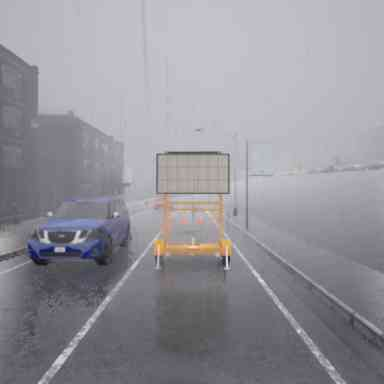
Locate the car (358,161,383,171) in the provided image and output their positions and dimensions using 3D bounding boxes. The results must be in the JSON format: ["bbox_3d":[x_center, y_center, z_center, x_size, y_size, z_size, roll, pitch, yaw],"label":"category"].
[{"bbox_3d":[25.032,-3.370,44.120,2.231,1.521,4.892,0,1,-9],"label":"car"}]

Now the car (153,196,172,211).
[{"bbox_3d":[-3.542,1.335,40.803,2.097,1.767,4.553,0,0,0],"label":"car"}]

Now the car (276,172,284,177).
[{"bbox_3d":[21.843,-3.979,77.230,2.231,1.521,4.892,0,1,-1],"label":"car"}]

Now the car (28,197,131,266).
[{"bbox_3d":[-3.602,1.217,11.829,2.150,2.045,5.566,0,0,0],"label":"car"}]

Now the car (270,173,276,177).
[{"bbox_3d":[21.714,-4.058,82.747,2.231,1.521,4.892,0,1,-1],"label":"car"}]

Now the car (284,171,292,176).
[{"bbox_3d":[22.078,-3.842,71.688,2.002,1.452,4.674,0,1,-3],"label":"car"}]

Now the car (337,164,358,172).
[{"bbox_3d":[24.226,-3.432,49.481,2.002,1.452,4.674,0,1,-7],"label":"car"}]

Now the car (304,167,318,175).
[{"bbox_3d":[22.901,-3.804,60.645,2.185,1.767,4.553,0,1,-5],"label":"car"}]

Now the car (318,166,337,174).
[{"bbox_3d":[23.522,-3.543,54.955,2.163,1.488,4.792,0,1,-6],"label":"car"}]

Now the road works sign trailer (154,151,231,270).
[{"bbox_3d":[0.036,0.460,11.058,2.380,3.560,2.880,0,0,1],"label":"road works sign trailer"}]

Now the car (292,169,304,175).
[{"bbox_3d":[22.431,-3.780,66.151,2.097,1.535,5.008,0,1,-4],"label":"car"}]
